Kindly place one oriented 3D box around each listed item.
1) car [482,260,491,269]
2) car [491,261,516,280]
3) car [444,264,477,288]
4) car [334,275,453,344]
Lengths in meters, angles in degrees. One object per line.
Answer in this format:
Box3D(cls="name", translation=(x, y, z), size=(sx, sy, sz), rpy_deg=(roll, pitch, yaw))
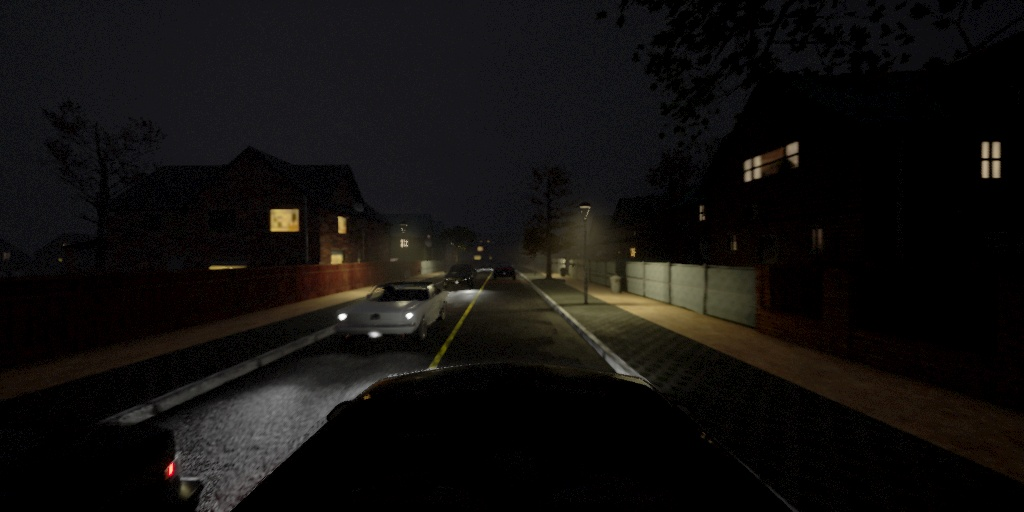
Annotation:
Box3D(cls="car", translation=(-4.452, 1.500, 65.187), size=(2.128, 1.511, 4.902), rpy_deg=(-1, 0, -1))
Box3D(cls="car", translation=(-0.679, 1.279, 31.945), size=(1.882, 1.535, 5.008), rpy_deg=(-1, 0, -2))
Box3D(cls="car", translation=(-3.399, 1.319, 24.233), size=(1.837, 1.490, 4.892), rpy_deg=(-1, 1, -1))
Box3D(cls="car", translation=(-3.023, 1.395, 9.961), size=(1.895, 1.301, 4.718), rpy_deg=(-1, 0, -2))
